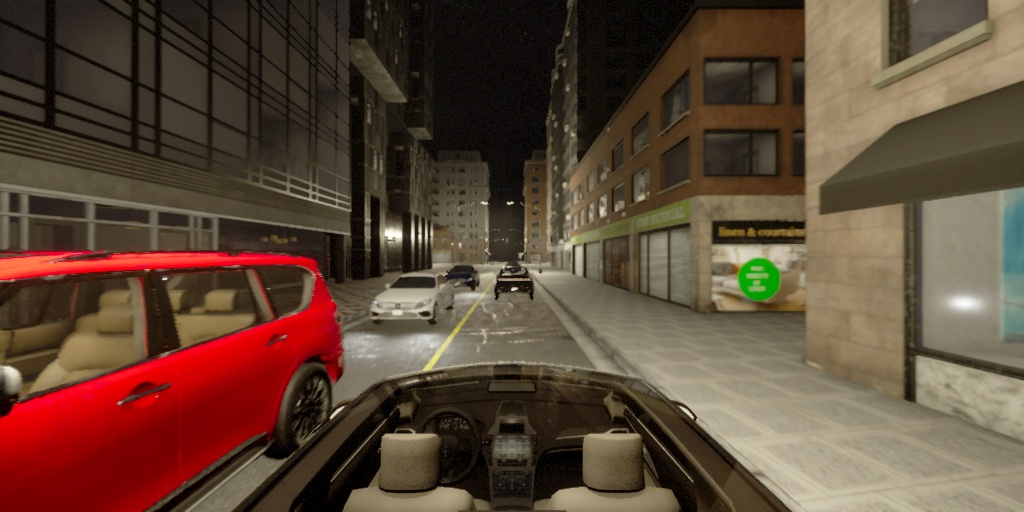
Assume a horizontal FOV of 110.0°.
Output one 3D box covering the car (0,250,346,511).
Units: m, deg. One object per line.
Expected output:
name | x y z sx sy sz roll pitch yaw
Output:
car | -3.089 0.972 2.120 2.150 2.045 5.566 0 0 0

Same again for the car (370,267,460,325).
car | -3.090 1.280 12.051 1.812 1.442 4.674 0 0 0

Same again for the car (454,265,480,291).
car | -3.026 1.285 22.340 1.812 1.442 4.674 0 0 0

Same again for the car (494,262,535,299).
car | 0.104 1.249 18.177 2.128 1.511 4.902 0 0 0
